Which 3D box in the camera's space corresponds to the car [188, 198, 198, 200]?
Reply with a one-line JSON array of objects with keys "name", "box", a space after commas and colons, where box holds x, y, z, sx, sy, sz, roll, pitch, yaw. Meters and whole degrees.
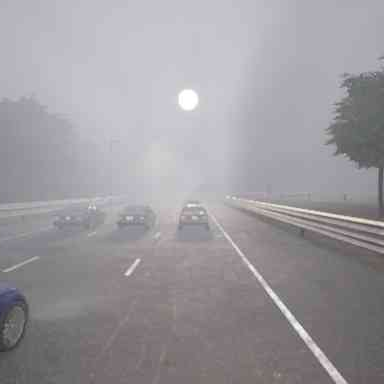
[{"name": "car", "box": [0.112, 1.466, 41.288, 1.994, 1.385, 4.181, 0, 0, 0]}]

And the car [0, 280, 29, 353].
[{"name": "car", "box": [-3.400, 1.518, 3.152, 1.812, 1.442, 4.674, 0, 0, 0]}]

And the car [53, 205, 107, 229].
[{"name": "car", "box": [-6.895, 1.497, 20.975, 2.033, 1.411, 5.357, 0, 0, 0]}]

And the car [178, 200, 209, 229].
[{"name": "car", "box": [0.104, 1.497, 21.096, 2.033, 1.411, 5.357, 0, 0, 0]}]

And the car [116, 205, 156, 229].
[{"name": "car", "box": [-3.395, 1.497, 21.010, 2.033, 1.411, 5.357, 0, 0, 0]}]
